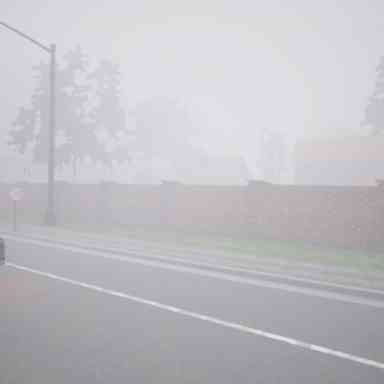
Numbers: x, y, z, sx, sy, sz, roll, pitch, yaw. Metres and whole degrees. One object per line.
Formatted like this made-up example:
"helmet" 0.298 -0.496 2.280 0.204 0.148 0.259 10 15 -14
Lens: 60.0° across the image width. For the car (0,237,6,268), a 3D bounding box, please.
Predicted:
"car" -6.850 1.392 8.875 4.902 1.511 2.128 1 1 35
